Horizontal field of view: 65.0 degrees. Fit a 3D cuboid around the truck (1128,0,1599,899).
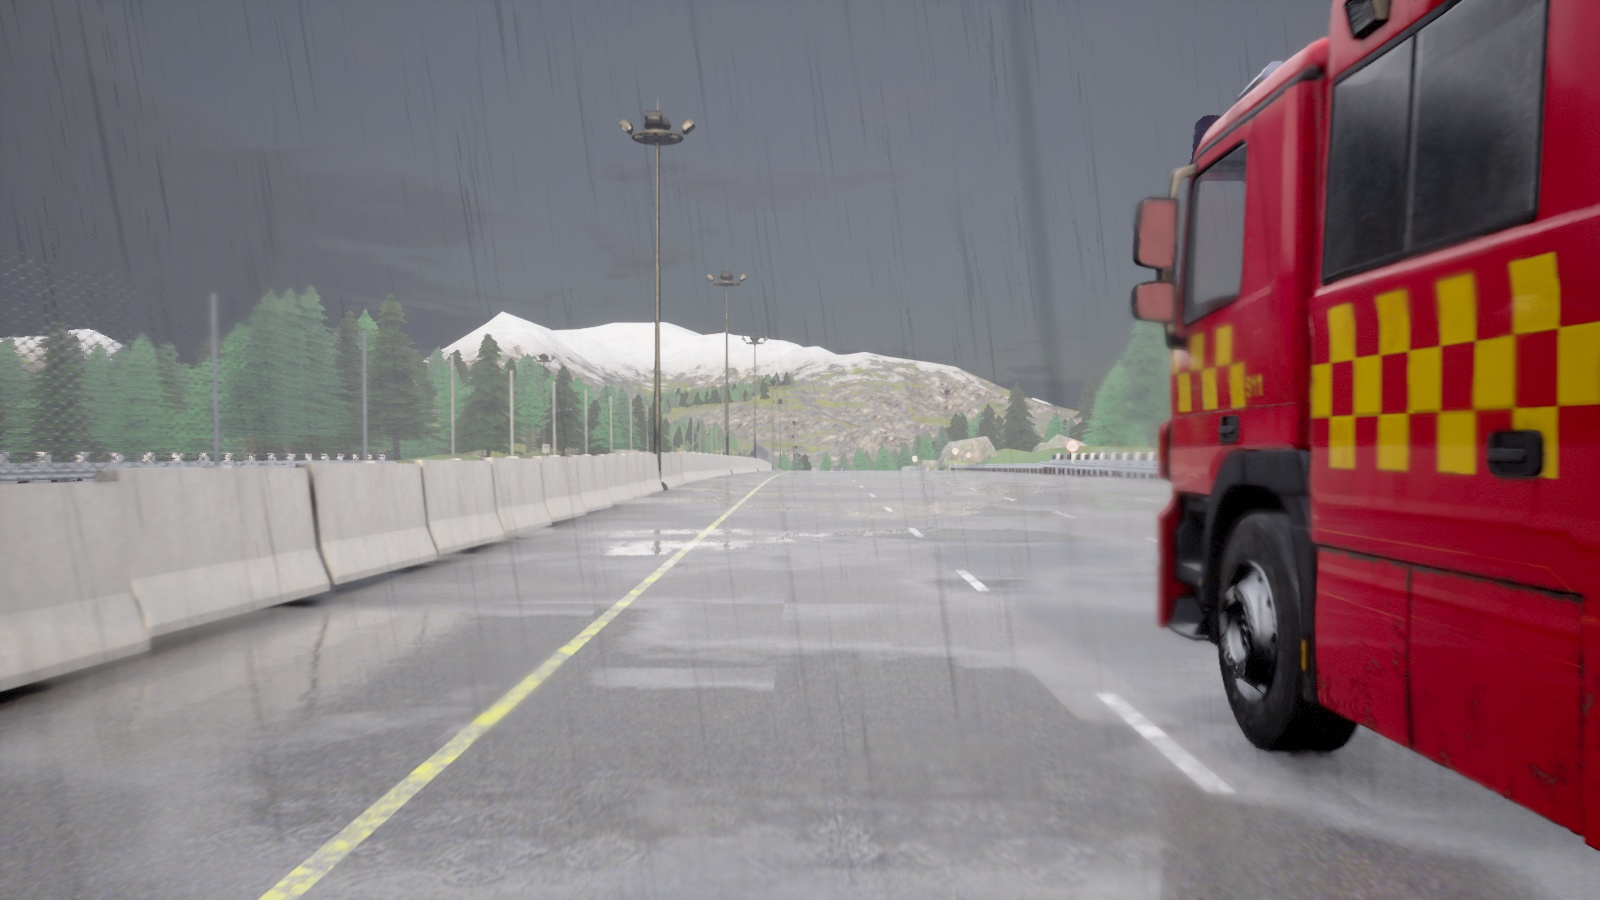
[{"bbox_3d":[3.540,-0.436,3.863,2.891,3.827,8.468,0,0,0],"label":"truck"}]
